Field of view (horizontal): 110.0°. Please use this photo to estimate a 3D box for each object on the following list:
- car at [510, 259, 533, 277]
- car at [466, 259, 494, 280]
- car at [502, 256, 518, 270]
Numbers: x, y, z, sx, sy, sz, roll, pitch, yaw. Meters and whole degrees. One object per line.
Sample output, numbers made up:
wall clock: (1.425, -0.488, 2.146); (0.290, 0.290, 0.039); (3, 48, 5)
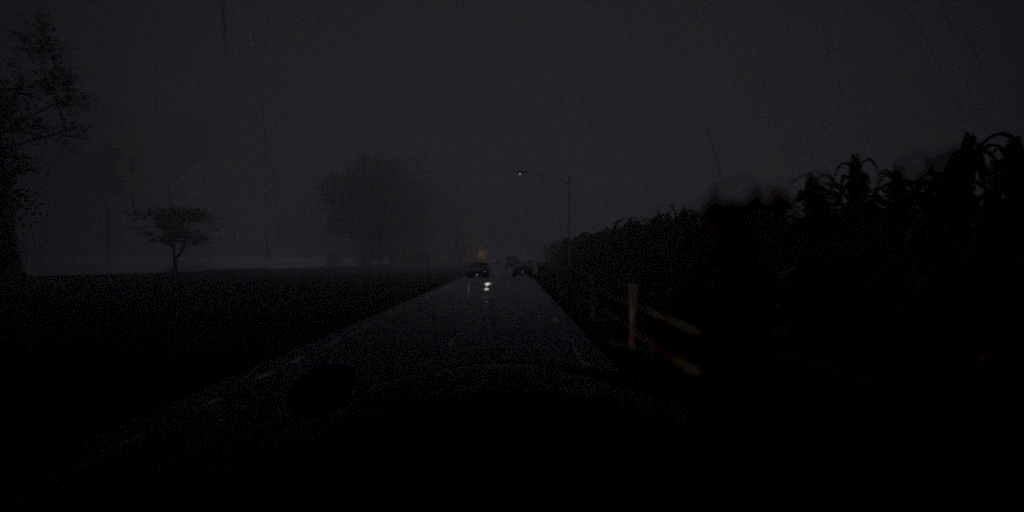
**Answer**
car: (0.969, 1.266, 34.637); (1.812, 1.442, 4.674); (0, 0, 0)
car: (-2.837, 1.245, 31.475); (1.837, 1.490, 4.892); (0, 0, 0)
car: (0.011, 0.963, 52.899); (2.150, 2.045, 5.566); (0, 0, 0)
